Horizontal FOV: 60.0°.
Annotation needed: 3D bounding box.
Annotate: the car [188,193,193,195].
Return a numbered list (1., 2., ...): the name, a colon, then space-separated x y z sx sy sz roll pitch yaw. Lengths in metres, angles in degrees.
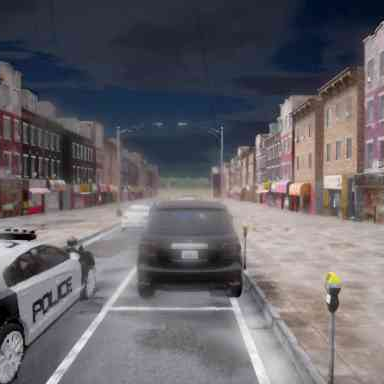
1. car: -0.404 1.302 36.607 2.192 1.841 5.009 -1 0 0

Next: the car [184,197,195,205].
1. car: -0.397 1.562 58.737 1.802 1.307 4.206 -1 0 0

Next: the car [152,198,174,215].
1. car: -2.964 1.464 35.399 1.882 1.535 5.008 0 0 0

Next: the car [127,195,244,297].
1. car: -0.039 1.224 8.682 2.150 2.045 5.566 0 0 0

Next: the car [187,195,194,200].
1. car: -0.397 1.541 91.932 1.947 1.339 4.313 -1 0 0

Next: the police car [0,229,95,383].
1. police car: -3.020 1.422 5.377 1.930 1.638 5.238 0 0 0

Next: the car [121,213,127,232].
1. car: -2.969 1.517 19.841 1.812 1.442 4.674 0 0 0

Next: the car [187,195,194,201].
1. car: -0.398 1.541 86.399 1.947 1.339 4.313 -1 0 0

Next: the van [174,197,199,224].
1. van: -0.403 1.331 25.542 1.690 1.788 3.998 -1 0 0
